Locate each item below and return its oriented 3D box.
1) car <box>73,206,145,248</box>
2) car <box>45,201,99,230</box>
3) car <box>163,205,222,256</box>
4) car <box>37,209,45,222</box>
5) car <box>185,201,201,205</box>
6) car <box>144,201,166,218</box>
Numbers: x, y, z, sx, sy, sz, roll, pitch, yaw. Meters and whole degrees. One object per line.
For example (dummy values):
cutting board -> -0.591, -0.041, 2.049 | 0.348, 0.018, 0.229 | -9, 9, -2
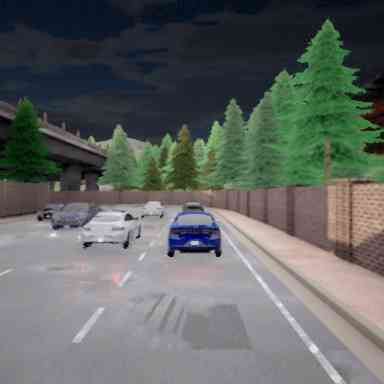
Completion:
car -> -3.414, 1.549, 14.696 | 1.812, 1.442, 4.674 | 0, 0, 0
car -> -7.106, 1.385, 21.085 | 2.097, 1.767, 4.553 | 0, 0, 0
car -> 0.098, 1.498, 13.246 | 1.882, 1.535, 5.008 | 0, 0, 0
car -> -10.640, 1.605, 26.571 | 1.994, 1.385, 4.181 | 0, 0, 0
car -> 0.091, 1.550, 29.209 | 1.837, 1.490, 4.892 | 0, 0, 0
car -> -3.425, 1.573, 30.183 | 1.812, 1.442, 4.674 | 0, 0, 0
